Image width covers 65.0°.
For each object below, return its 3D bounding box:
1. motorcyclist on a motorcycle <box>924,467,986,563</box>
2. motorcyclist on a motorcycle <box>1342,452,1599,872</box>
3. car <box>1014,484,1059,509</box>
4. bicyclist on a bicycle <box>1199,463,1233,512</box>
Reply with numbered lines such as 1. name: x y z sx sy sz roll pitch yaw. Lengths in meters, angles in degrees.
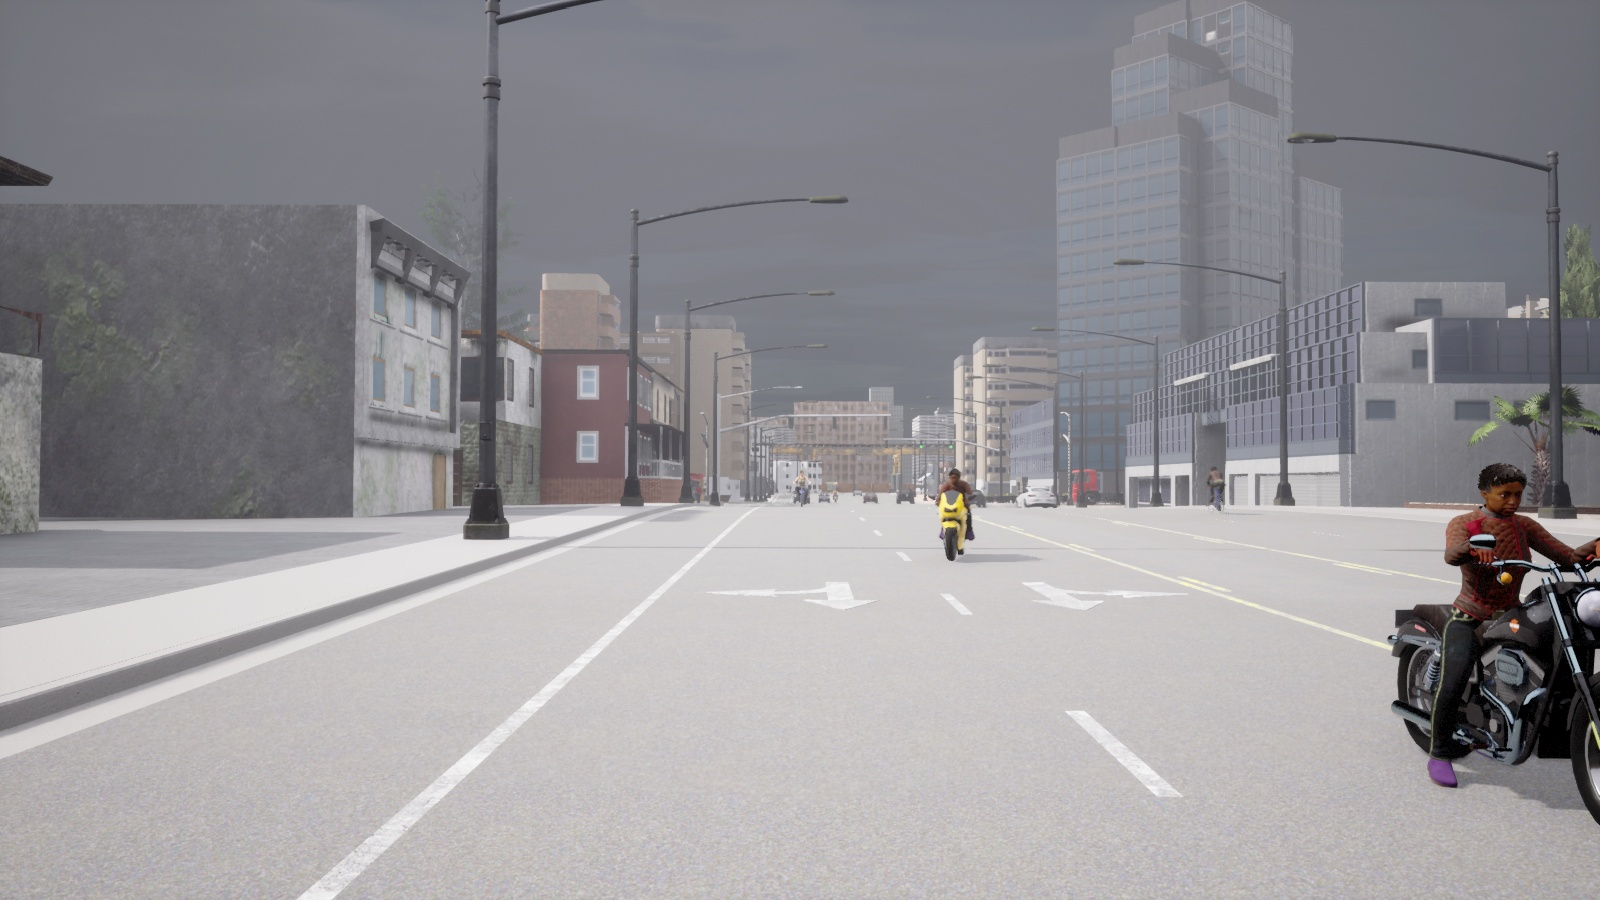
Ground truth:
1. motorcyclist on a motorcycle: 2.630 1.054 21.179 0.797 1.523 2.044 -1 -1 14
2. motorcyclist on a motorcycle: 3.520 0.843 6.085 0.766 1.649 2.350 0 -1 0
3. car: 14.130 2.804 75.134 1.812 1.442 4.674 0 -3 0
4. bicyclist on a bicycle: 14.076 1.262 42.554 0.582 1.620 1.656 0 -1 0
